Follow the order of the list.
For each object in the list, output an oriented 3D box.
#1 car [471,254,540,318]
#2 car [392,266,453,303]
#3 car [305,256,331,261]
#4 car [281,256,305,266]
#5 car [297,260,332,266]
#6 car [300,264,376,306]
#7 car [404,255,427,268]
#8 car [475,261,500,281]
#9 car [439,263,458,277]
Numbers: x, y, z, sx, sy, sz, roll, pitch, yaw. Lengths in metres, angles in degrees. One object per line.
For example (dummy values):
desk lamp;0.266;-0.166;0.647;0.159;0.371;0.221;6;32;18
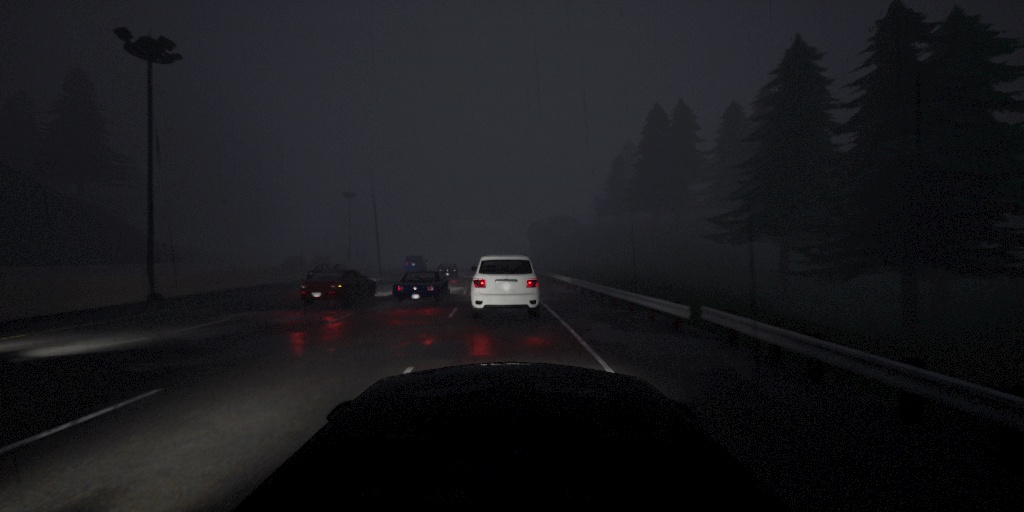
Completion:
car;-0.318;0.962;13.140;2.150;2.045;5.566;0;0;-3
car;-4.063;1.346;16.769;1.895;1.301;4.718;0;0;-4
car;-28.158;0.967;52.949;2.150;2.045;5.566;0;0;-16
car;-31.549;0.996;52.084;2.150;2.045;5.566;0;0;-16
car;-11.779;1.245;23.787;2.128;1.511;4.902;0;0;-6
car;-7.513;1.278;15.813;1.812;1.442;4.674;0;0;-4
car;-10.592;0.960;39.412;2.150;2.045;5.566;0;0;-11
car;-2.194;1.234;31.469;1.837;1.490;4.892;0;0;-8
car;-6.177;1.335;34.531;1.895;1.301;4.718;0;0;-9
